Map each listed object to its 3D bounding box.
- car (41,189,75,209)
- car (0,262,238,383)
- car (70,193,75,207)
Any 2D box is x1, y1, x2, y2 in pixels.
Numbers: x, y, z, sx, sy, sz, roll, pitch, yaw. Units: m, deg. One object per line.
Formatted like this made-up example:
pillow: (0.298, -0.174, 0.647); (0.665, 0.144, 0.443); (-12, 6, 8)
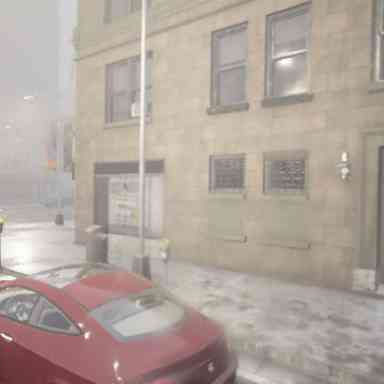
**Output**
car: (-12.969, 0.731, 35.240); (2.150, 2.045, 5.566); (1, 1, 35)
car: (-1.494, 1.525, 3.931); (4.206, 1.307, 1.802); (1, 1, 36)
car: (-9.711, 1.095, 34.222); (1.812, 1.442, 4.674); (1, 1, 35)
